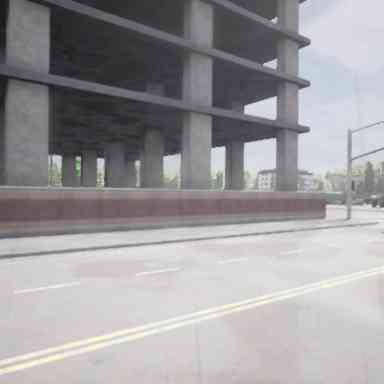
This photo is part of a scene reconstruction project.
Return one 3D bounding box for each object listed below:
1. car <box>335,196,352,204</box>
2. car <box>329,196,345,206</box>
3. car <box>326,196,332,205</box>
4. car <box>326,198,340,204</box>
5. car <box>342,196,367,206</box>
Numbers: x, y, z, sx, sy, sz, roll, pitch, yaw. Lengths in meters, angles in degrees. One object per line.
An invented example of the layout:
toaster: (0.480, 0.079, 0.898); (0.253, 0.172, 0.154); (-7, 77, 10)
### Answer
car: (38.735, 2.057, 85.049); (4.605, 1.855, 1.932); (1, 0, -35)
car: (31.239, 2.099, 69.656); (3.905, 1.438, 1.784); (1, 0, -35)
car: (29.649, 1.888, 71.818); (4.605, 1.855, 1.932); (1, 0, -35)
car: (37.113, 2.268, 87.449); (3.905, 1.438, 1.784); (1, 0, -35)
car: (32.910, 2.131, 67.292); (3.806, 1.475, 1.970); (1, 0, -35)
